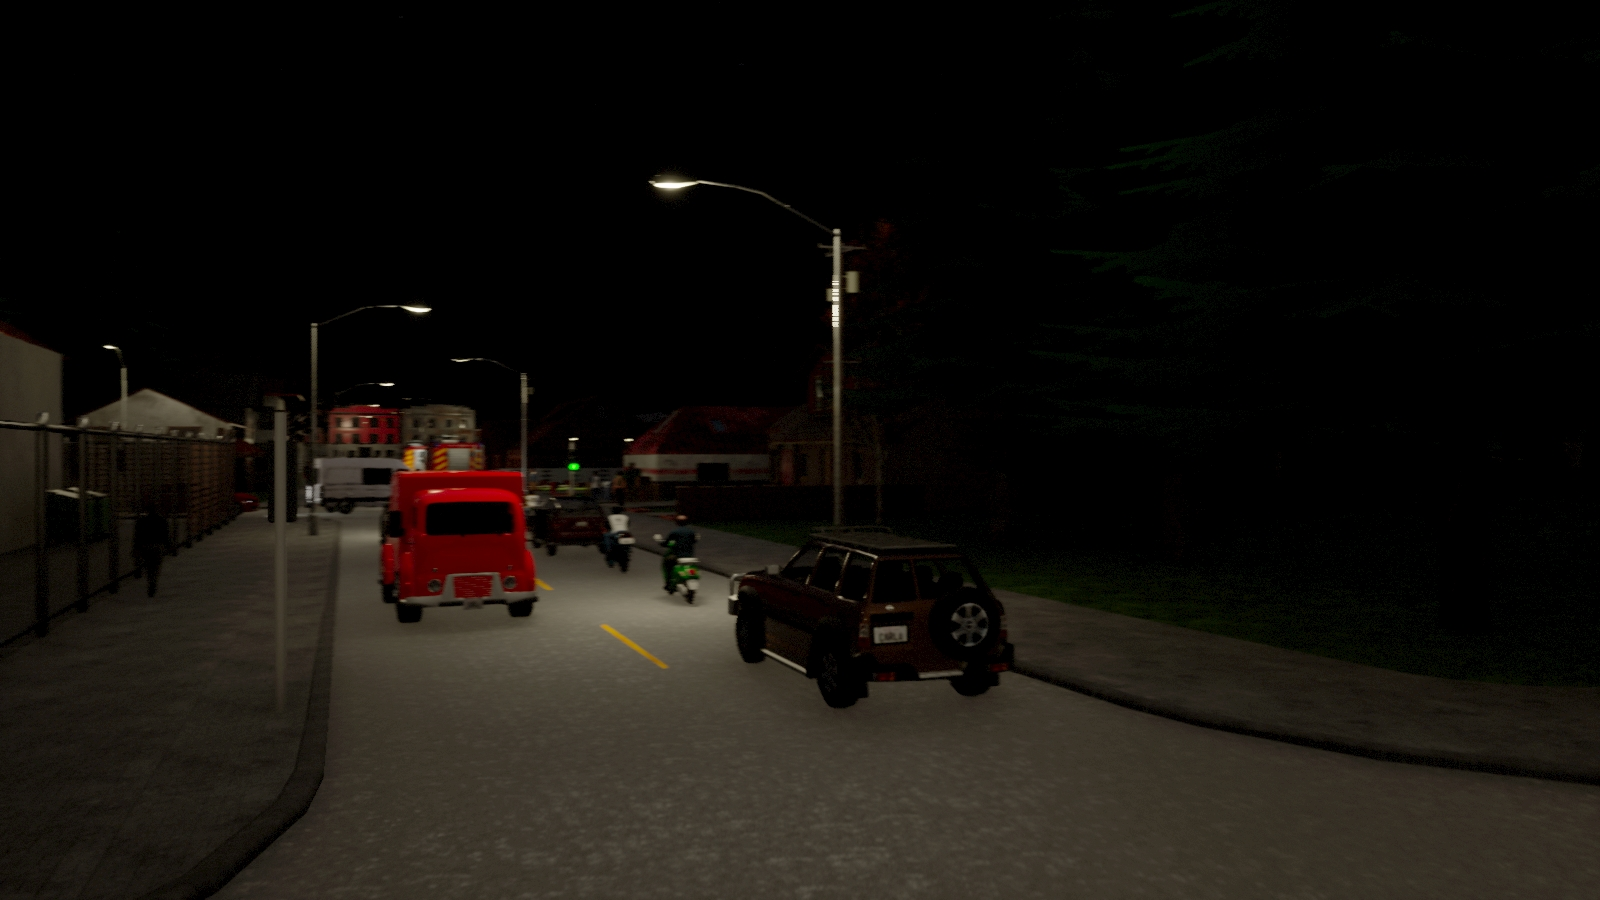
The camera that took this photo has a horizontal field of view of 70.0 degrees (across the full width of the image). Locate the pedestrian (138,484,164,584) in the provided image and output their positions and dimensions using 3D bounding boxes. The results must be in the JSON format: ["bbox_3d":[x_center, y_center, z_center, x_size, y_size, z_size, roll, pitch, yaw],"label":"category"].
[{"bbox_3d":[-12.255,1.580,21.584,0.375,1.860,0.375,0,0,-22],"label":"pedestrian"}]

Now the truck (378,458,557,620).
[{"bbox_3d":[-6.125,1.391,20.499,2.627,2.467,5.204,0,0,-21],"label":"truck"}]

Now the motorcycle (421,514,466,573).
[{"bbox_3d":[-7.940,2.046,25.381,0.803,1.145,2.033,0,0,-22],"label":"motorcycle"}]

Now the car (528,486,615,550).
[{"bbox_3d":[-6.537,1.867,32.376,1.789,1.549,3.705,0,0,-22],"label":"car"}]

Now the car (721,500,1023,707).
[{"bbox_3d":[0.646,1.665,14.077,1.932,1.855,4.605,0,0,-22],"label":"car"}]
